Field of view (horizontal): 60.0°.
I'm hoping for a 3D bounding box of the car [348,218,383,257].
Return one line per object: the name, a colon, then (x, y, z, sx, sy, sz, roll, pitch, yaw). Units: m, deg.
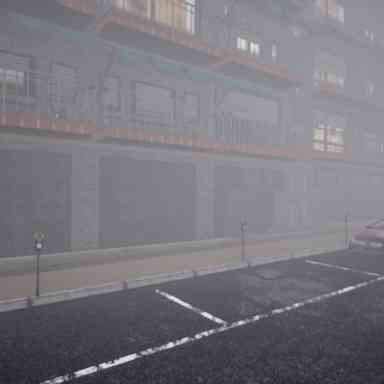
car: (7.255, 1.572, 11.728, 4.206, 1.307, 1.802, 0, 1, -36)
